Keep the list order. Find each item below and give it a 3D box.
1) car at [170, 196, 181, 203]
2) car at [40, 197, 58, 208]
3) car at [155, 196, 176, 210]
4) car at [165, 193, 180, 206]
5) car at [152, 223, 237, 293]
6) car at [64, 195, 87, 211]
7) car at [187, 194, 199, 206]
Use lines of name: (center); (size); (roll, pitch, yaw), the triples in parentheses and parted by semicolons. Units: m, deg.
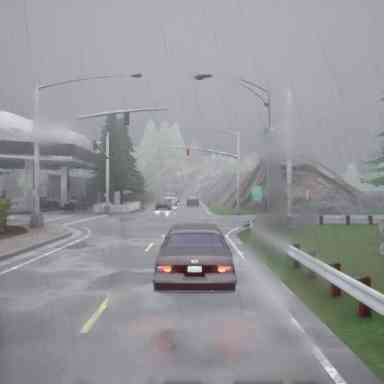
car: (-3.452, 1.544, 69.443); (2.033, 1.411, 5.357); (0, 0, 0)
car: (-20.204, 1.478, 45.872); (2.242, 1.667, 4.611); (0, 0, -1)
car: (-3.567, 1.546, 42.267); (2.033, 1.411, 5.357); (0, 0, 0)
car: (-3.550, 1.220, 55.306); (2.150, 2.045, 5.566); (0, 0, 0)
car: (0.075, 1.547, 8.975); (2.033, 1.411, 5.357); (0, 0, 1)
car: (-14.500, 1.311, 41.591); (1.905, 1.878, 3.866); (0, 0, -1)
car: (0.139, 1.475, 54.230); (1.882, 1.535, 5.008); (0, 0, 0)
